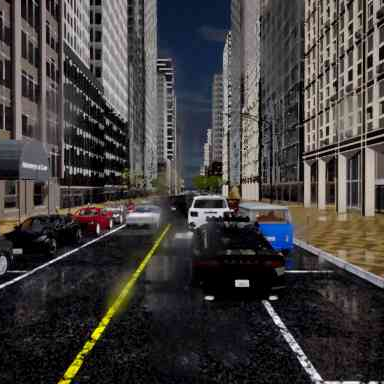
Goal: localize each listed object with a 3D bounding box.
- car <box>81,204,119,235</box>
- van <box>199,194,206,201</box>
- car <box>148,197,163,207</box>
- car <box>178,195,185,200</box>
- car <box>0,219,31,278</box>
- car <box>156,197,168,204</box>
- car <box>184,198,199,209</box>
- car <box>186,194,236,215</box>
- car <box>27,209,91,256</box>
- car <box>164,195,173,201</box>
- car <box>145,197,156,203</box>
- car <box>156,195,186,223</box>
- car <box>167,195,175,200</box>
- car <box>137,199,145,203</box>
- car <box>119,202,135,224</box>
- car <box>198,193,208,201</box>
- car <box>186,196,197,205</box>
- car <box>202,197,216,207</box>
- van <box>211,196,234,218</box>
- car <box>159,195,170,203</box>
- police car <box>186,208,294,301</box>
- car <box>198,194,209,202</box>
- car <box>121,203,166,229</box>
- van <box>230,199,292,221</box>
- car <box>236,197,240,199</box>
[{"bbox_3d":[-5.712,1.540,18.728,1.887,1.381,4.507,-1,0,0],"label":"car"},{"bbox_3d":[2.619,1.317,86.937,1.690,1.788,3.998,-1,0,0],"label":"van"},{"bbox_3d":[-5.736,1.538,52.829,2.008,1.369,4.403,-1,0,0],"label":"car"},{"bbox_3d":[-3.065,1.498,93.554,1.812,1.442,4.674,0,0,0],"label":"car"},{"bbox_3d":[-5.705,1.549,7.360,2.008,1.369,4.403,-1,0,0],"label":"car"},{"bbox_3d":[-5.743,1.565,64.197,1.802,1.307,4.206,-1,0,0],"label":"car"},{"bbox_3d":[-0.020,1.553,45.677,1.994,1.385,4.181,0,0,1],"label":"car"},{"bbox_3d":[0.886,1.220,18.426,2.150,2.045,5.566,0,0,0],"label":"car"},{"bbox_3d":[-5.708,1.563,13.044,1.947,1.339,4.313,-1,0,0],"label":"car"},{"bbox_3d":[-5.755,1.503,81.078,1.752,1.417,4.829,-1,0,0],"label":"car"},{"bbox_3d":[-5.728,1.541,41.462,2.008,1.369,4.403,-1,0,0],"label":"car"},{"bbox_3d":[-0.161,1.214,24.779,2.150,2.045,5.566,-1,0,24],"label":"car"},{"bbox_3d":[-5.763,1.539,92.615,1.947,1.339,4.313,-1,0,0],"label":"car"},{"bbox_3d":[-5.720,1.575,30.095,1.802,1.307,4.206,-1,0,0],"label":"car"},{"bbox_3d":[-5.717,1.545,24.411,2.008,1.369,4.403,-1,0,0],"label":"car"},{"bbox_3d":[2.623,1.293,81.254,2.192,1.841,5.009,-1,0,0],"label":"car"},{"bbox_3d":[-0.043,1.510,59.405,1.812,1.442,4.674,0,0,0],"label":"car"},{"bbox_3d":[2.645,1.538,52.835,2.008,1.369,4.403,-1,0,0],"label":"car"},{"bbox_3d":[2.658,1.334,30.101,1.690,1.788,3.998,-1,0,0],"label":"van"},{"bbox_3d":[-5.748,1.422,69.880,1.967,1.590,4.097,-1,0,0],"label":"car"},{"bbox_3d":[0.892,1.423,8.505,1.930,1.638,5.238,0,0,0],"label":"police car"},{"bbox_3d":[2.627,1.295,75.570,2.192,1.841,5.009,-1,0,0],"label":"car"},{"bbox_3d":[-3.014,1.596,21.723,1.895,1.301,4.718,0,0,0],"label":"car"},{"bbox_3d":[2.670,1.338,13.050,1.690,1.788,3.998,-1,0,0],"label":"van"},{"bbox_3d":[2.662,1.309,24.417,2.192,1.841,5.009,-1,0,0],"label":"car"}]
